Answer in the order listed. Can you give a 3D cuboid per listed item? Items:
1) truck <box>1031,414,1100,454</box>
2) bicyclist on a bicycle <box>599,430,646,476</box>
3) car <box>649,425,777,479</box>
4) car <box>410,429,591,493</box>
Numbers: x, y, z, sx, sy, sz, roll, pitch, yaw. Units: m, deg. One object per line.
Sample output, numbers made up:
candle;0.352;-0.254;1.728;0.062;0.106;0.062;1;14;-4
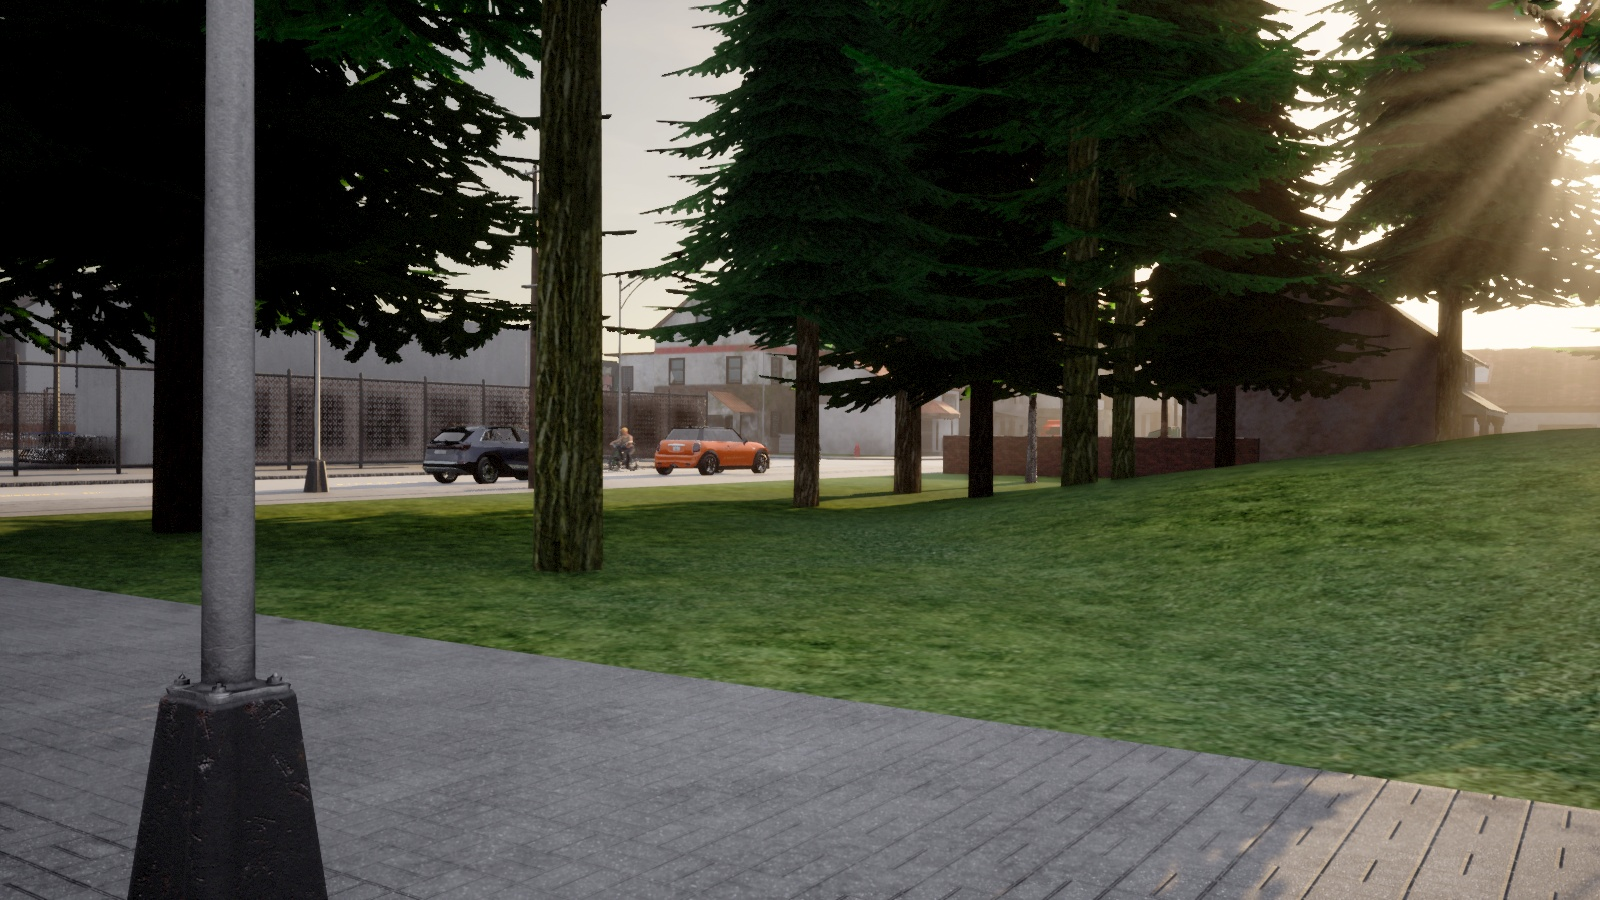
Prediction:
truck;17.161;-1.016;80.939;2.627;2.467;5.204;0;1;33
bicyclist on a bicycle;-6.419;0.106;45.399;0.866;1.612;1.509;0;1;33
car;-2.931;0.024;43.387;2.097;1.767;4.553;0;1;33
car;-8.315;0.255;35.293;2.033;1.649;4.856;0;1;34
